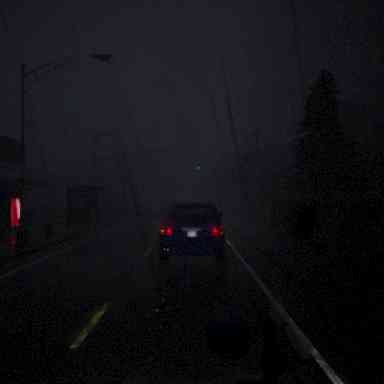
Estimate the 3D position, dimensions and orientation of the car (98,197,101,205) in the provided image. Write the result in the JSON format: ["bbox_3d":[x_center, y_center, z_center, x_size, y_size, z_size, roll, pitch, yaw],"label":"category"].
[{"bbox_3d":[-22.614,2.055,77.736,1.905,1.878,3.866,0,-1,0],"label":"car"}]

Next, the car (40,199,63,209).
[{"bbox_3d":[-22.558,1.959,52.807,1.970,1.475,3.806,0,-1,0],"label":"car"}]

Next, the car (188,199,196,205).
[{"bbox_3d":[0.011,2.185,76.718,1.895,1.301,4.718,0,-1,0],"label":"car"}]

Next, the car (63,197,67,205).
[{"bbox_3d":[-25.881,1.996,69.859,1.932,1.855,4.605,0,-1,0],"label":"car"}]

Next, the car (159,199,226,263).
[{"bbox_3d":[0.010,1.353,12.587,2.150,2.045,5.566,0,0,0],"label":"car"}]

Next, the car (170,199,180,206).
[{"bbox_3d":[-3.490,2.258,69.809,1.994,1.385,4.181,0,-1,0],"label":"car"}]

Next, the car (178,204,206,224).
[{"bbox_3d":[0.022,1.805,28.517,2.128,1.511,4.902,0,-1,0],"label":"car"}]
